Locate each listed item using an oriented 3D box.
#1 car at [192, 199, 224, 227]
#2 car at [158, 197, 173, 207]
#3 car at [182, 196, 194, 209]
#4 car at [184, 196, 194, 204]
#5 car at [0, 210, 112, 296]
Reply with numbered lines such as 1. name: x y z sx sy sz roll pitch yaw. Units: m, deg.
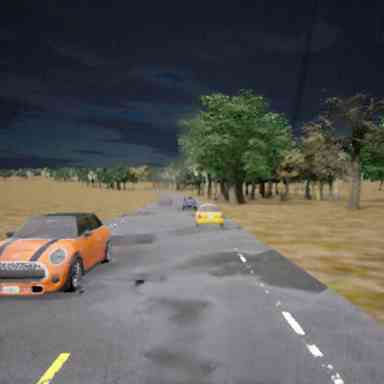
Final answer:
1. car: 1.127 1.472 22.696 1.801 1.575 5.366 0 0 0
2. car: -4.050 1.523 51.541 1.994 1.385 4.181 0 0 -1
3. car: -0.322 1.530 44.120 2.033 1.411 5.357 0 0 0
4. car: -0.663 1.440 61.815 1.812 1.442 4.674 0 0 -1
5. car: -3.623 1.364 8.899 2.097 1.767 4.553 0 0 0
